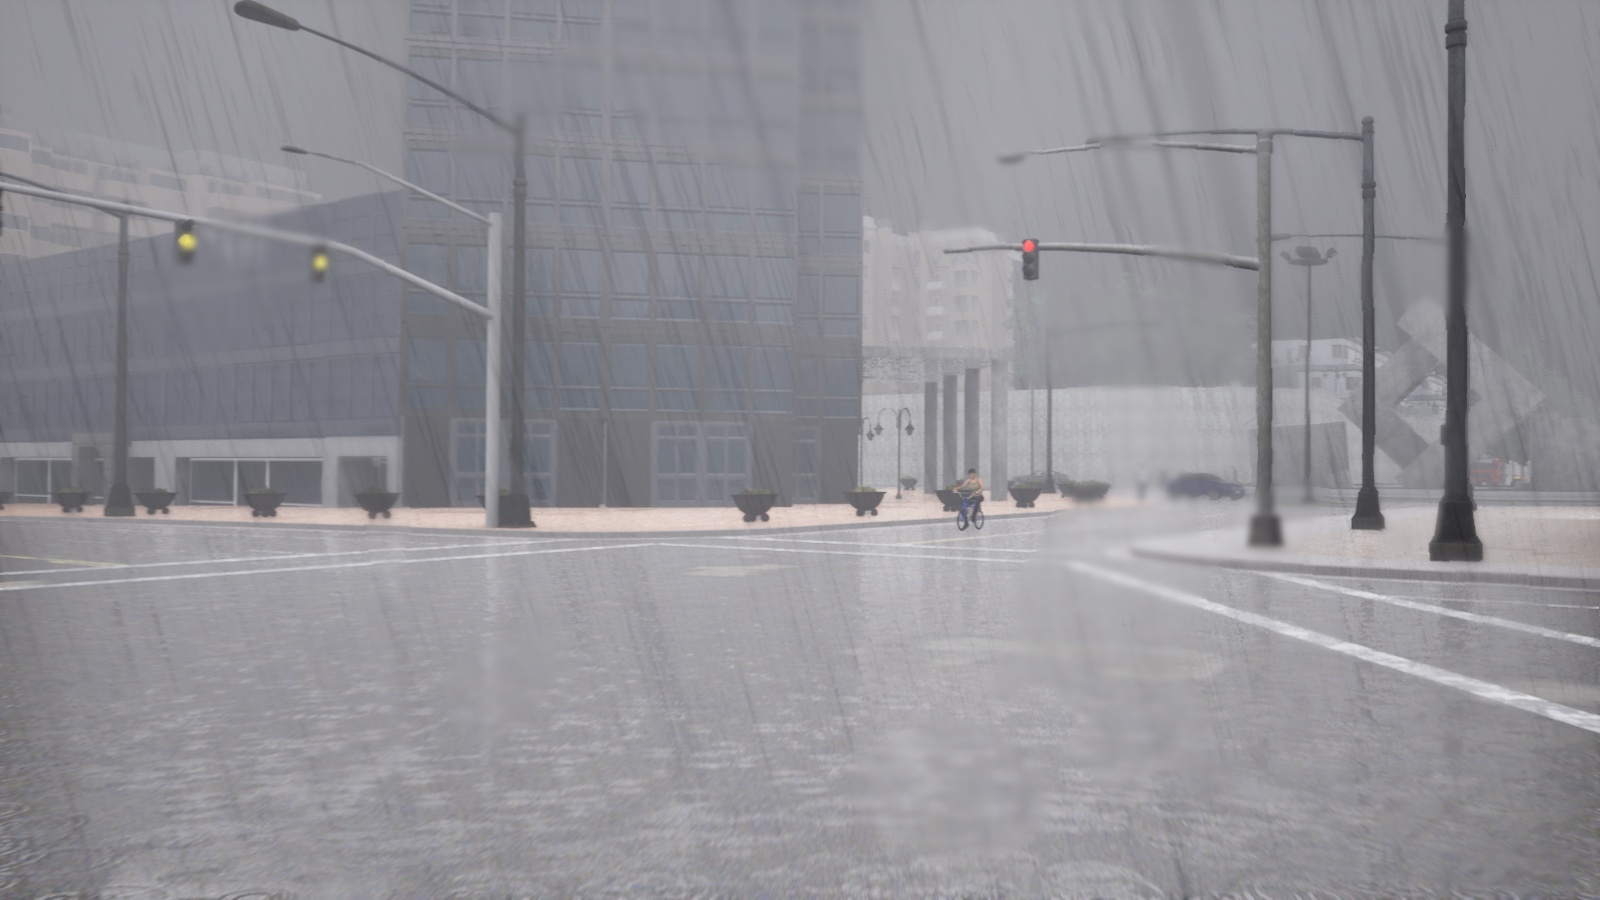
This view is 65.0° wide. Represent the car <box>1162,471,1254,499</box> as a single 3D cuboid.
[{"bbox_3d":[21.792,1.836,67.301,1.812,1.442,4.674,0,-1,-30],"label":"car"}]

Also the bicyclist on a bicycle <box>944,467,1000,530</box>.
[{"bbox_3d":[4.497,1.251,32.815,0.866,1.612,1.509,-1,-1,35],"label":"bicyclist on a bicycle"}]

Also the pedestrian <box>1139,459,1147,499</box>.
[{"bbox_3d":[15.664,1.320,57.382,0.354,1.836,0.706,0,-1,14],"label":"pedestrian"}]
